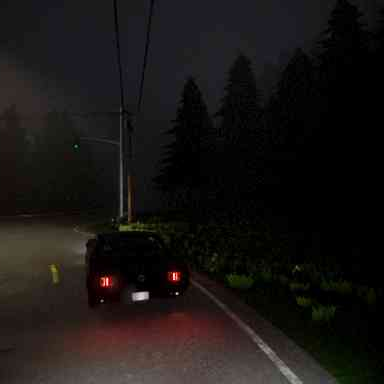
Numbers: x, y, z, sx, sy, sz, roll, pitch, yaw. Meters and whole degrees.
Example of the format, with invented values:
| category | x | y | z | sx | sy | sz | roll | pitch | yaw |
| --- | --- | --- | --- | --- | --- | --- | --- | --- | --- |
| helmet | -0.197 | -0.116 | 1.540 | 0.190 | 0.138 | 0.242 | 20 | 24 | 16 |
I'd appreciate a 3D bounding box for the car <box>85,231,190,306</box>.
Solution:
| category | x | y | z | sx | sy | sz | roll | pitch | yaw |
| --- | --- | --- | --- | --- | --- | --- | --- | --- | --- |
| car | -1.615 | 1.601 | 8.148 | 1.895 | 1.301 | 4.718 | 0 | 0 | -18 |
